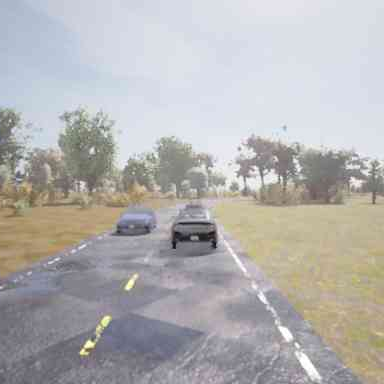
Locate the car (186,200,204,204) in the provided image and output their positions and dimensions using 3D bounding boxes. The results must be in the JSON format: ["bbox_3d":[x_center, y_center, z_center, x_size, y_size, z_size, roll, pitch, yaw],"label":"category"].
[{"bbox_3d":[0.287,1.548,36.193,2.033,1.411,5.357,0,0,2],"label":"car"}]

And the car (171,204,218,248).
[{"bbox_3d":[0.096,1.492,14.739,2.128,1.511,4.902,0,0,0],"label":"car"}]

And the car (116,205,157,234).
[{"bbox_3d":[-3.095,1.527,19.390,1.812,1.442,4.674,0,0,0],"label":"car"}]
